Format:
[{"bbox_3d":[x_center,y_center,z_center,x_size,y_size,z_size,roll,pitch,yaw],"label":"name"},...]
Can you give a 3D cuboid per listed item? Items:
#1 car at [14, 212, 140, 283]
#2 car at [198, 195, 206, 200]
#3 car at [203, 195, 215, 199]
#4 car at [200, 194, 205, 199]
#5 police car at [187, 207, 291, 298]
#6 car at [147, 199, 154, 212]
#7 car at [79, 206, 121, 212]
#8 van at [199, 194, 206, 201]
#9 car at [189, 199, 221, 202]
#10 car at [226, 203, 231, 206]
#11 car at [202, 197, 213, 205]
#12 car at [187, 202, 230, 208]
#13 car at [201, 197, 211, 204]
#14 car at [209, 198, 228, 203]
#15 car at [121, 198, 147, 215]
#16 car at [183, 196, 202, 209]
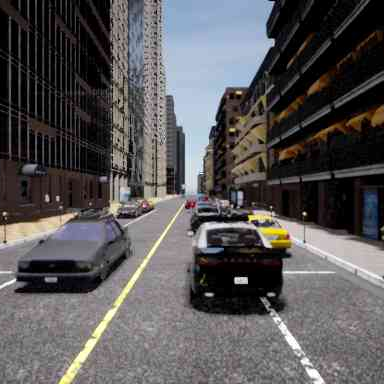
[{"bbox_3d":[-3.097,1.547,9.974,2.033,1.411,5.357,0,0,0],"label":"car"},{"bbox_3d":[2.718,1.618,92.601,1.947,1.339,4.313,0,0,0],"label":"car"},{"bbox_3d":[2.703,1.449,41.764,1.967,1.590,4.097,0,0,0],"label":"car"},{"bbox_3d":[2.707,1.330,53.062,2.192,1.841,5.009,0,0,0],"label":"car"},{"bbox_3d":[0.903,1.425,8.695,1.930,1.638,5.238,0,0,0],"label":"police car"},{"bbox_3d":[-5.679,1.446,36.119,1.967,1.590,4.097,0,0,0],"label":"car"},{"bbox_3d":[-5.684,1.566,19.172,1.947,1.339,4.313,0,0,0],"label":"car"},{"bbox_3d":[2.716,1.386,86.953,1.690,1.788,3.998,0,0,0],"label":"van"},{"bbox_3d":[0.907,1.506,24.585,1.837,1.490,4.892,0,0,0],"label":"car"},{"bbox_3d":[2.697,1.566,19.170,1.947,1.339,4.313,0,0,0],"label":"car"},{"bbox_3d":[2.708,1.600,58.710,1.802,1.307,4.206,0,0,0],"label":"car"},{"bbox_3d":[0.817,1.506,18.585,1.837,1.490,4.892,0,0,0],"label":"car"},{"bbox_3d":[2.710,1.604,64.359,1.802,1.307,4.206,0,0,0],"label":"car"},{"bbox_3d":[2.700,1.554,30.467,2.008,1.369,4.403,0,0,0],"label":"car"},{"bbox_3d":[-5.680,1.554,30.469,2.008,1.369,4.403,0,0,0],"label":"car"},{"bbox_3d":[0.056,1.575,45.732,1.994,1.385,4.181,0,0,1],"label":"car"}]
